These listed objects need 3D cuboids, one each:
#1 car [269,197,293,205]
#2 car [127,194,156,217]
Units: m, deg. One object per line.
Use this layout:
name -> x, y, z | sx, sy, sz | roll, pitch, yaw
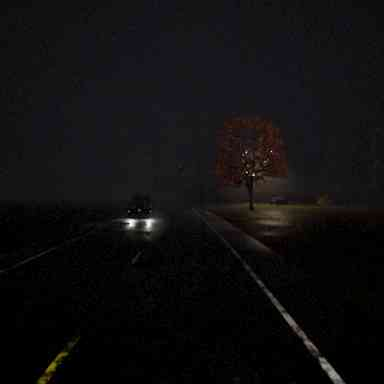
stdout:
car -> 15.886, 1.550, 59.454 | 4.181, 1.385, 1.994 | 0, 1, -3
car -> -4.561, 1.189, 30.743 | 2.150, 2.045, 5.566 | 0, 0, -3
